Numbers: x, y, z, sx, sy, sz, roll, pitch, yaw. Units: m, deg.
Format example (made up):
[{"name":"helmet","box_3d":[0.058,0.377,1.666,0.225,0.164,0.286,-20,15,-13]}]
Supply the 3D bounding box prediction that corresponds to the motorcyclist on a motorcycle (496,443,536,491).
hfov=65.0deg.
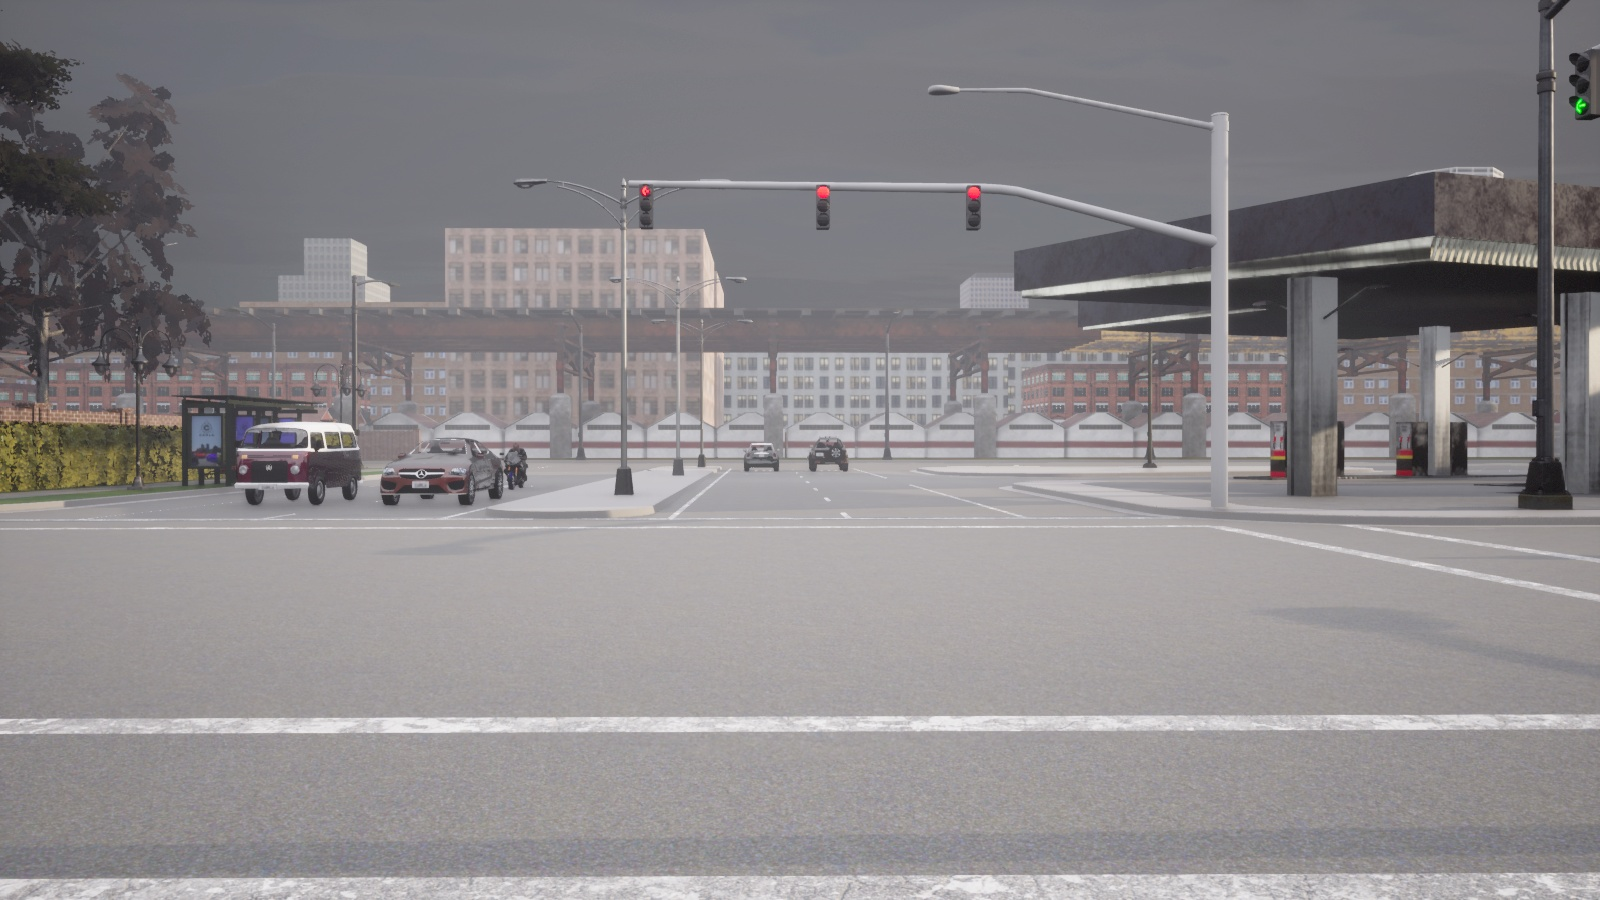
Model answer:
[{"name":"motorcyclist on a motorcycle","box_3d":[-9.259,0.543,41.008,0.866,1.530,2.191,0,0,-2]}]

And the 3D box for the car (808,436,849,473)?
[{"name":"car","box_3d":[1.473,0.192,66.149,1.932,1.855,4.605,0,1,-2]}]

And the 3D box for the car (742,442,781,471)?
[{"name":"car","box_3d":[-2.051,0.333,66.845,1.970,1.475,3.806,0,0,-2]}]

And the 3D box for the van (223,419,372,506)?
[{"name":"van","box_3d":[-12.501,0.282,31.579,2.069,2.038,4.480,0,0,-2]}]

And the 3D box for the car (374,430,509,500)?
[{"name":"car","box_3d":[-9.015,0.337,32.078,2.152,1.651,5.027,0,0,-2]}]
